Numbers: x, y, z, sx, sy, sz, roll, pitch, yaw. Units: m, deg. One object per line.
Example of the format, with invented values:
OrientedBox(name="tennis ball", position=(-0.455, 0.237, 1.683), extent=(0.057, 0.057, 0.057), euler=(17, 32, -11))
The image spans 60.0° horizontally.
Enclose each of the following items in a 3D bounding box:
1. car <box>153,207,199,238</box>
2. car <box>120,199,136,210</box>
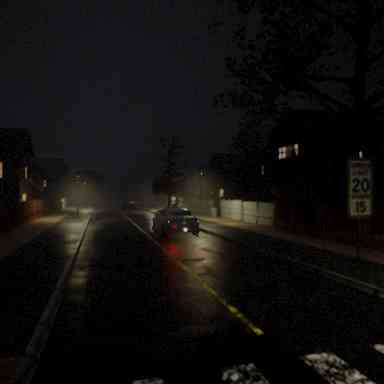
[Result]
OrientedBox(name="car", position=(-0.938, 1.557, 18.027), extent=(1.812, 1.442, 4.674), euler=(0, 0, -15))
OrientedBox(name="car", position=(-9.203, 1.691, 47.803), extent=(2.128, 1.511, 4.902), euler=(0, 0, -16))
